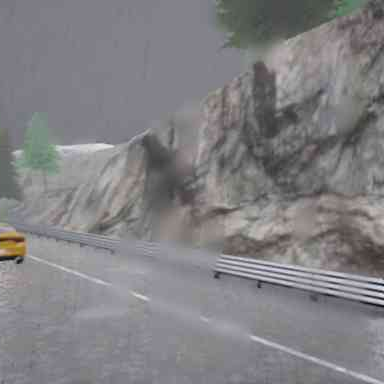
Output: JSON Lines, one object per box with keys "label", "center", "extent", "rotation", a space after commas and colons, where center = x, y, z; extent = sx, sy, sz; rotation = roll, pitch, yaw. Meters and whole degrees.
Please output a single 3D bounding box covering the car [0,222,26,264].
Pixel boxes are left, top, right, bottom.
{"label": "car", "center": [-8.038, 1.888, 12.870], "extent": [1.882, 1.535, 5.008], "rotation": [3, -3, -43]}
